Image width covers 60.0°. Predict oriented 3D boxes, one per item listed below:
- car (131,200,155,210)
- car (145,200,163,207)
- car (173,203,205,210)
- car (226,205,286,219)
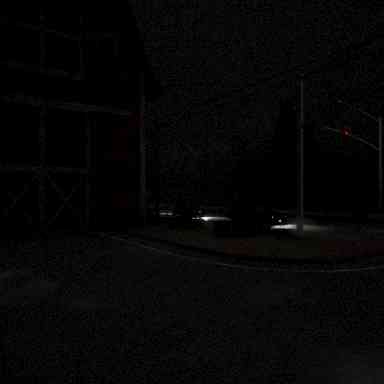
[{"bbox_3d":[-7.438,1.882,50.651,1.994,1.385,4.181,0,0,-34],"label":"car"},{"bbox_3d":[-5.351,1.864,41.081,1.895,1.301,4.718,0,0,-34],"label":"car"},{"bbox_3d":[-0.364,1.782,33.819,1.994,1.385,4.181,0,0,-34],"label":"car"},{"bbox_3d":[4.858,1.717,26.208,2.033,1.411,5.357,0,0,-34],"label":"car"}]
